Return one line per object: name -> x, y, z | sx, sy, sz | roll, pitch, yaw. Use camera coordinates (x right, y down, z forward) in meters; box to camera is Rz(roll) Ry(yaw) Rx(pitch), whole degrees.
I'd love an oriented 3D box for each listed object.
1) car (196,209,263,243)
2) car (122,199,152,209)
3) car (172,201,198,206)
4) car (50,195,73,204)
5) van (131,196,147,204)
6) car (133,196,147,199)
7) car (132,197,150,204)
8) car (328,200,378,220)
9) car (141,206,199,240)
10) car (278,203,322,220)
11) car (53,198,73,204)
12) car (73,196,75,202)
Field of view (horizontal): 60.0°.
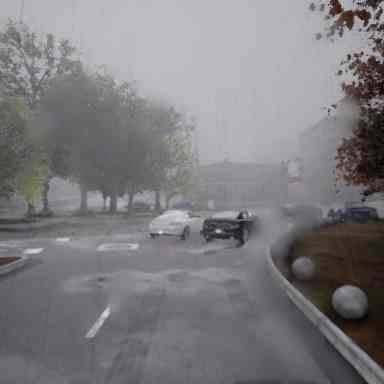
car -> 2.207, 1.615, 16.980 | 1.882, 1.535, 5.008 | -1, -1, 24
car -> -8.916, 2.215, 53.835 | 4.181, 1.385, 1.994 | 0, -1, 15
car -> -1.151, 2.186, 53.956 | 4.674, 1.442, 1.812 | 0, -1, 32
car -> -32.570, 2.217, 82.400 | 4.553, 1.767, 2.185 | 0, 0, -15
van -> -14.921, 2.247, 93.854 | 4.442, 1.987, 1.878 | 0, 0, -15
car -> -12.686, 2.459, 85.814 | 4.792, 1.488, 2.163 | 0, 0, -15
car -> -14.028, 2.336, 91.082 | 4.553, 1.767, 2.185 | 0, 0, -15
car -> 14.886, 1.628, 30.679 | 4.553, 1.767, 2.097 | -1, 0, -22
car -> -0.644, 1.672, 17.794 | 1.812, 1.442, 4.674 | -1, -1, 21
car -> 10.534, 1.864, 32.337 | 4.892, 1.490, 1.837 | 0, -3, -31
car -> -34.025, 2.405, 87.723 | 4.674, 1.452, 2.002 | 0, 0, -15
car -> -33.320, 2.356, 85.059 | 5.008, 1.535, 2.097 | 0, 0, -15
